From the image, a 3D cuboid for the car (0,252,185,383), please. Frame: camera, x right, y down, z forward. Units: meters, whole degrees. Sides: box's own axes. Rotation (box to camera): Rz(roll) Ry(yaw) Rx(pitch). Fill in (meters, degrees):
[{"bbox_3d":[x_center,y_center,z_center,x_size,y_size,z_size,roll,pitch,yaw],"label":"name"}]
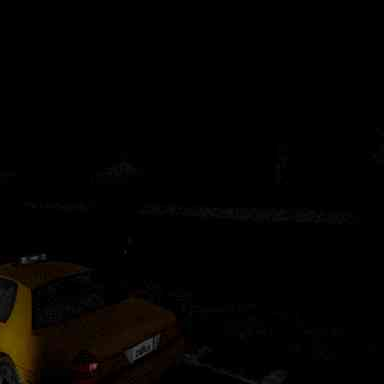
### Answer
[{"bbox_3d":[-2.362,1.525,4.650,4.829,1.417,1.752,0,0,36],"label":"car"}]
